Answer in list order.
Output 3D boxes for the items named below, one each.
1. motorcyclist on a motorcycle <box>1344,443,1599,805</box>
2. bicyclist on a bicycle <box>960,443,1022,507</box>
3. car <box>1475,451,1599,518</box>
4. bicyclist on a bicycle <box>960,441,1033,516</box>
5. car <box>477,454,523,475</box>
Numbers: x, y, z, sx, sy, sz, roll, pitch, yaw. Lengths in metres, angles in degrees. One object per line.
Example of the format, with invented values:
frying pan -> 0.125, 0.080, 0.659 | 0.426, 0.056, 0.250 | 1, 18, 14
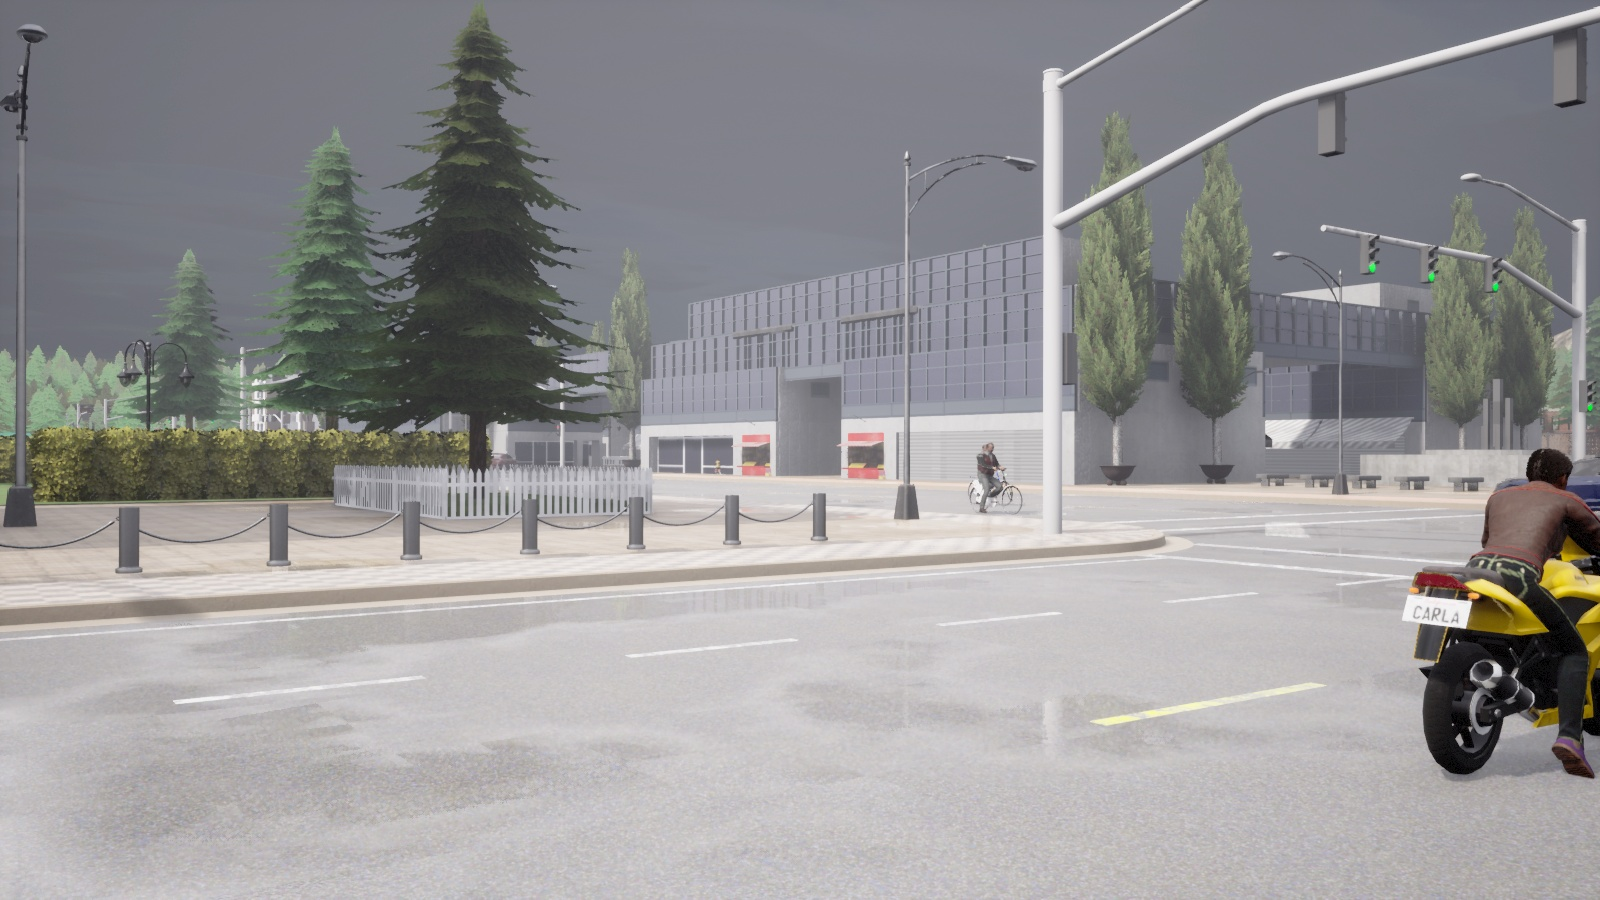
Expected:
motorcyclist on a motorcycle -> 3.643, 0.734, 6.198 | 2.044, 1.523, 0.797 | 0, 0, -35
bicyclist on a bicycle -> 5.441, 0.691, 35.879 | 0.659, 1.776, 1.843 | 0, 0, -35
car -> 18.661, 0.776, 29.165 | 2.163, 1.488, 4.792 | 0, 0, -35
bicyclist on a bicycle -> 4.794, 0.680, 30.689 | 0.659, 1.776, 1.843 | 0, -1, -35
car -> -21.895, 1.041, 91.835 | 1.812, 1.442, 4.674 | 0, 0, 5
